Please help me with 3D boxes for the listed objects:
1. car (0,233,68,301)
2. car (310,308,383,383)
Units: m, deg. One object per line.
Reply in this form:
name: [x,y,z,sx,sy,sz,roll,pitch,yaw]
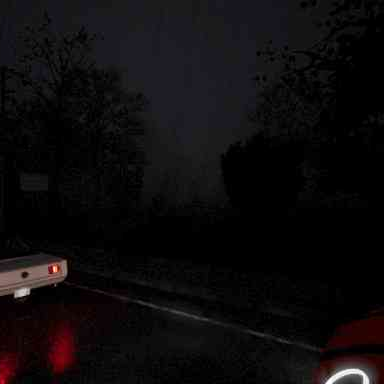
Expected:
car: [-4.995,1.601,7.542,4.718,1.301,1.895,0,0,35]
car: [3.029,1.352,1.867,4.553,1.767,2.097,0,0,35]
